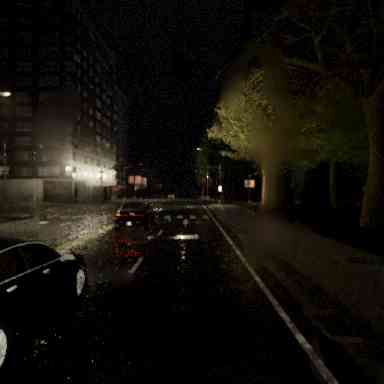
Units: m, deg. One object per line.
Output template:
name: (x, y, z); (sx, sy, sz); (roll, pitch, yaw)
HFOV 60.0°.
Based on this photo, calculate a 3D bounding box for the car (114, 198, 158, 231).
car: (-3.147, 1.320, 19.069); (1.837, 1.490, 4.892); (0, 0, 0)

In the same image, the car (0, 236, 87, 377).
car: (-3.151, 1.448, 5.190); (1.837, 1.490, 4.892); (0, 1, 0)
